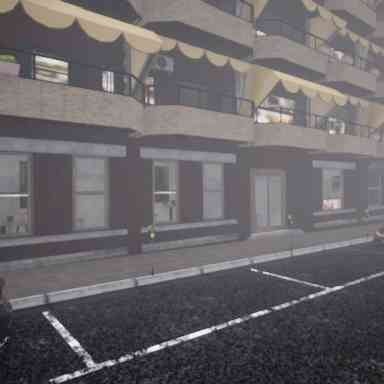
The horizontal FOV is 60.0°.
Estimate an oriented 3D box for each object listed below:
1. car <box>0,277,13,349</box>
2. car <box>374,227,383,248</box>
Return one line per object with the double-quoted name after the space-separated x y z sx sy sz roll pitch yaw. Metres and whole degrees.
-4.339 1.552 3.402 4.403 1.369 2.008 0 -1 -37 "car"
9.055 1.565 13.553 4.206 1.307 1.802 0 -1 -37 "car"
